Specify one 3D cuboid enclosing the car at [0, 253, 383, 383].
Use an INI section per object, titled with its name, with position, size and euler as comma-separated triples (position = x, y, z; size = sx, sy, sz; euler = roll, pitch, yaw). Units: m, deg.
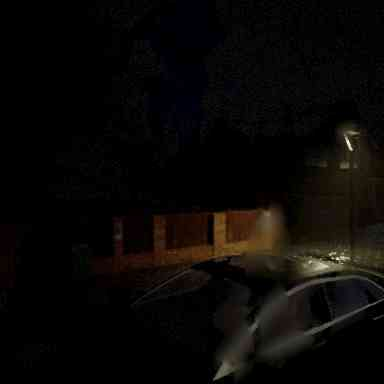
[car]
position = 0.555, 1.489, 3.416
size = 4.902, 1.511, 2.128
euler = 0, 0, -35
